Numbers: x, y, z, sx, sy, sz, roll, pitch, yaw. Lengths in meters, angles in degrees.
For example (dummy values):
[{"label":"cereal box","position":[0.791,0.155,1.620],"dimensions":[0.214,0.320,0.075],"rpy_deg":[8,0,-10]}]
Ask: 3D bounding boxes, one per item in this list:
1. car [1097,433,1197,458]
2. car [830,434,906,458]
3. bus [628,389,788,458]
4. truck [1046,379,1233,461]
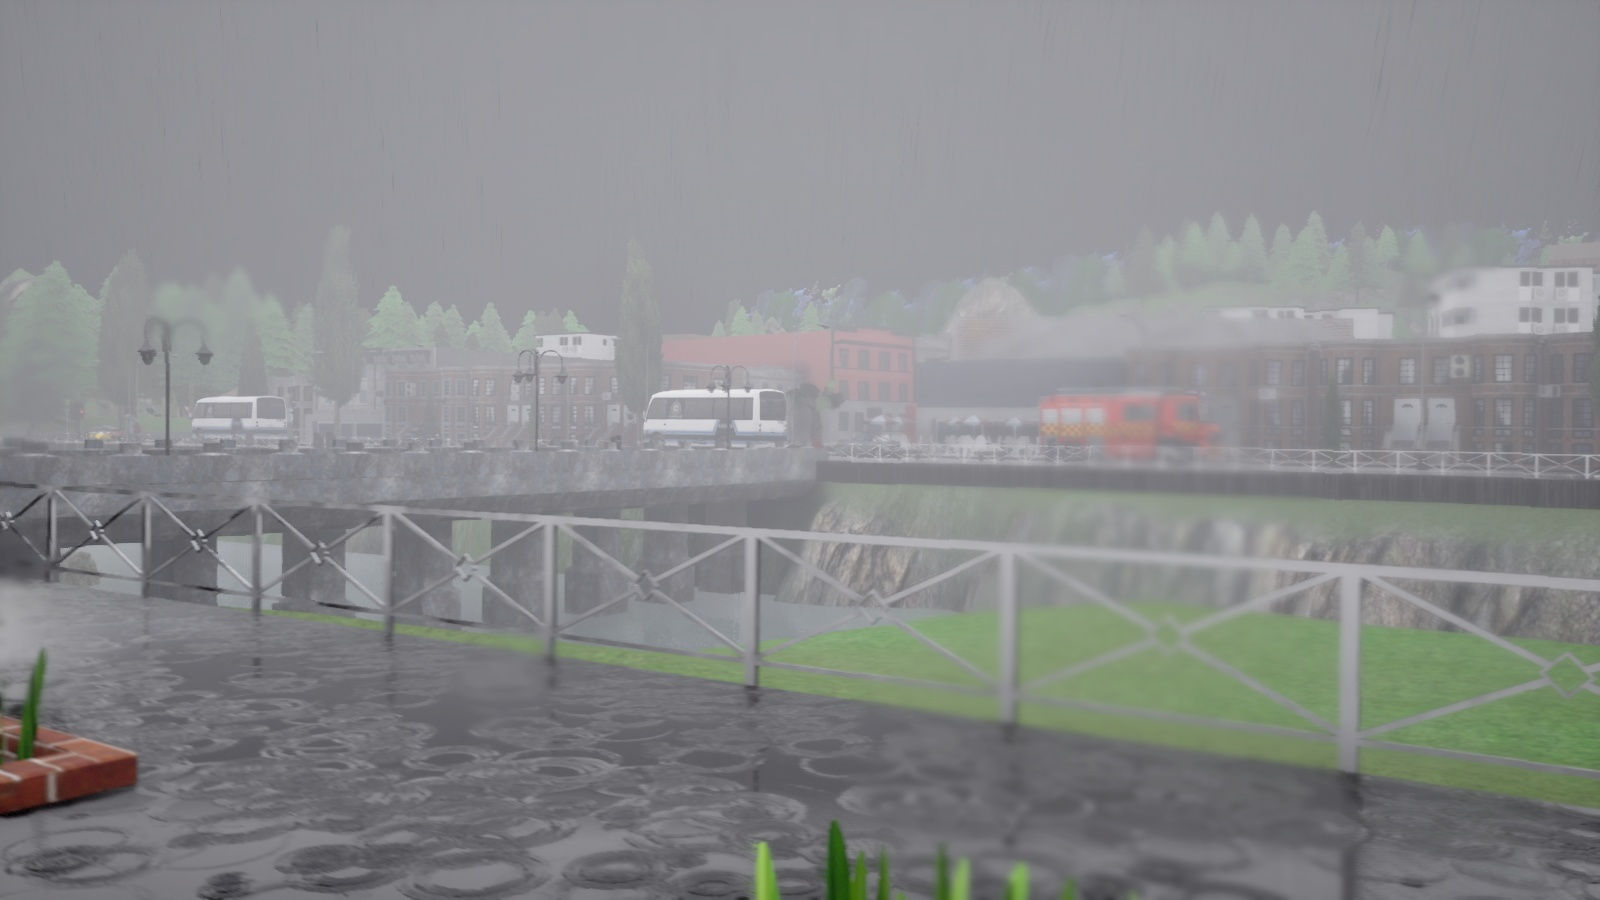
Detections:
[{"label":"car","position":[18.251,-0.237,66.168],"dimensions":[4.718,1.301,1.895],"rpy_deg":[0,1,34]},{"label":"car","position":[4.084,-0.271,75.448],"dimensions":[4.181,1.385,1.994],"rpy_deg":[0,1,37]},{"label":"bus","position":[-6.105,-1.712,82.219],"dimensions":[10.273,4.253,3.944],"rpy_deg":[0,1,36]},{"label":"truck","position":[16.768,-1.436,62.323],"dimensions":[8.468,3.827,2.891],"rpy_deg":[0,1,34]}]
